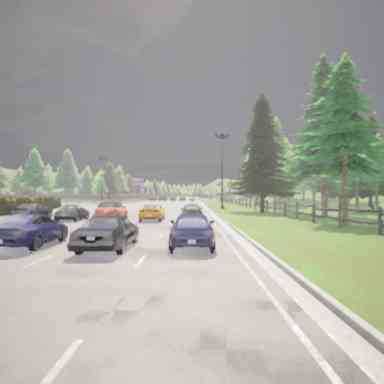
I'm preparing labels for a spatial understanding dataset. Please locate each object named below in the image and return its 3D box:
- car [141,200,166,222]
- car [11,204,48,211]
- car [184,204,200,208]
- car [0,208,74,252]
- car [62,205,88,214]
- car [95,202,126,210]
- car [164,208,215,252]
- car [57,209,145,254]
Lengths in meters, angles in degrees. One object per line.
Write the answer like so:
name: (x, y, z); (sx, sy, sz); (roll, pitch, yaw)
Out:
car: (-3.491, 1.753, 29.477); (1.882, 1.535, 5.008); (0, 0, 0)
car: (-13.994, 1.765, 29.301); (2.128, 1.511, 4.902); (0, 0, 0)
car: (0.008, 1.800, 29.373); (1.812, 1.442, 4.674); (0, 0, 0)
car: (-6.995, 1.660, 14.401); (1.812, 1.442, 4.674); (0, 0, 0)
car: (-10.496, 1.837, 29.291); (1.994, 1.385, 4.181); (0, 0, 0)
car: (-6.996, 1.621, 29.082); (2.097, 1.767, 4.553); (0, -1, 0)
car: (0.005, 1.660, 14.388); (1.812, 1.442, 4.674); (0, 0, 0)
car: (-3.499, 1.678, 13.986); (2.033, 1.411, 5.357); (0, -1, 0)
